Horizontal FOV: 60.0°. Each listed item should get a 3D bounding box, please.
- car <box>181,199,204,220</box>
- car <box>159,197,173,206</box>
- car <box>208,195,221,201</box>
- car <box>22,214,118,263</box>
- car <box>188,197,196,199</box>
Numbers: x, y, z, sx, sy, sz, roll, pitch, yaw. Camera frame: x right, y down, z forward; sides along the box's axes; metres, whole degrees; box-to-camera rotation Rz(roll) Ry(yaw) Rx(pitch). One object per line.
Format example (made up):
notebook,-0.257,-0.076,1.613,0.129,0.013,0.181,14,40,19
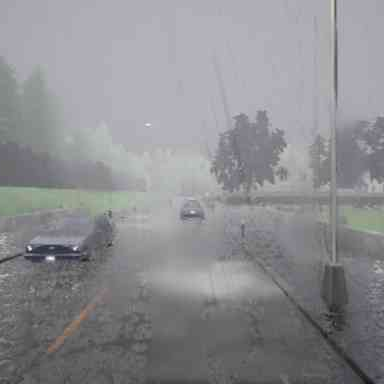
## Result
car,0.039,1.574,28.687,1.994,1.385,4.181,0,0,0
car,-4.137,1.512,53.668,2.128,1.511,4.902,0,0,1
car,6.165,1.480,81.797,5.357,1.415,2.033,0,0,-40
car,-4.116,1.555,12.349,2.033,1.411,5.357,0,0,0
car,-0.002,1.545,53.745,1.812,1.442,4.674,0,0,0
